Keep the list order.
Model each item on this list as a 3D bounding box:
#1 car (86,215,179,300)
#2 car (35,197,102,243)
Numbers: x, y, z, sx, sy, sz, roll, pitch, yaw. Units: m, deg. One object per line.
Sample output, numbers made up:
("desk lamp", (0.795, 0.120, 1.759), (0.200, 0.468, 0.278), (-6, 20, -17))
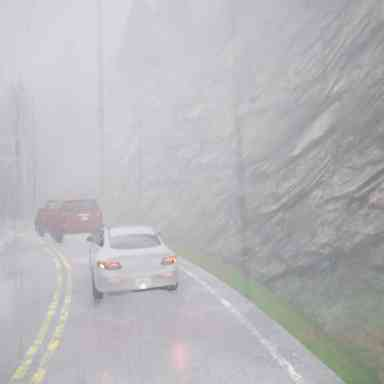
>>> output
("car", (-1.648, 1.538, 8.506), (1.812, 1.442, 4.674), (-1, 0, -18))
("car", (-6.530, 1.330, 17.380), (2.150, 2.045, 5.566), (-3, 1, -37))
